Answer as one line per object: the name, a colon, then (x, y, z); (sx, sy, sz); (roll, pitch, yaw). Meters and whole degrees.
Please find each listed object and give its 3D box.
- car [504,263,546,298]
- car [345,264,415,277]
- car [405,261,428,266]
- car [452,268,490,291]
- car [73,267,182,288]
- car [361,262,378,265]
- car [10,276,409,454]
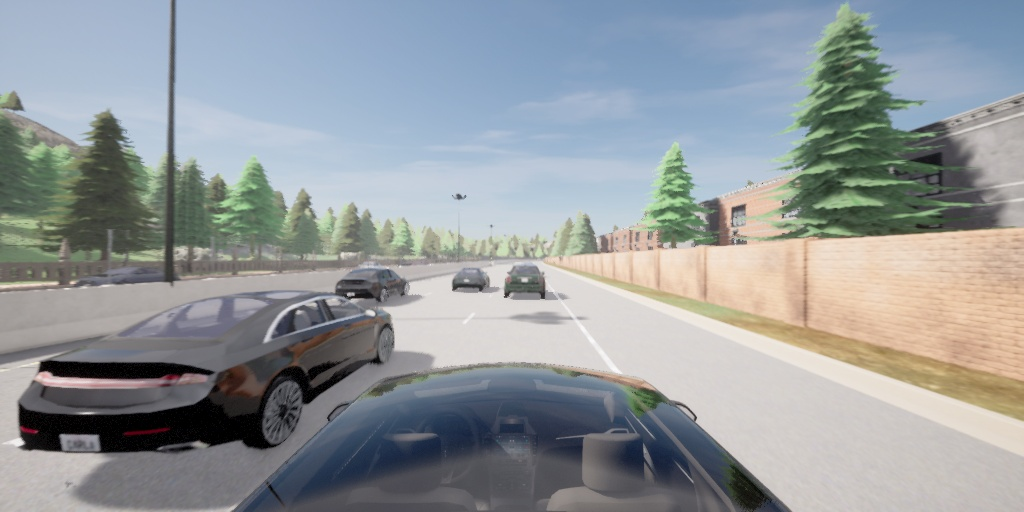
car: (0.737, 1.228, 19.646); (2.097, 1.767, 4.553); (0, 0, 3)
car: (-6.339, 1.303, 16.783); (1.837, 1.490, 4.892); (0, 0, 2)
car: (-12.154, 1.431, 47.204); (1.882, 1.535, 5.008); (0, 0, 3)
car: (-2.567, 1.435, 23.031); (1.994, 1.385, 4.181); (0, 0, 2)
car: (-20.447, 1.262, 19.336); (1.994, 1.385, 4.181); (0, 0, 3)
car: (-15.990, 1.400, 40.186); (1.812, 1.442, 4.674); (0, -1, 3)
car: (-3.259, 1.238, 5.178); (2.128, 1.511, 4.902); (0, 0, 1)
